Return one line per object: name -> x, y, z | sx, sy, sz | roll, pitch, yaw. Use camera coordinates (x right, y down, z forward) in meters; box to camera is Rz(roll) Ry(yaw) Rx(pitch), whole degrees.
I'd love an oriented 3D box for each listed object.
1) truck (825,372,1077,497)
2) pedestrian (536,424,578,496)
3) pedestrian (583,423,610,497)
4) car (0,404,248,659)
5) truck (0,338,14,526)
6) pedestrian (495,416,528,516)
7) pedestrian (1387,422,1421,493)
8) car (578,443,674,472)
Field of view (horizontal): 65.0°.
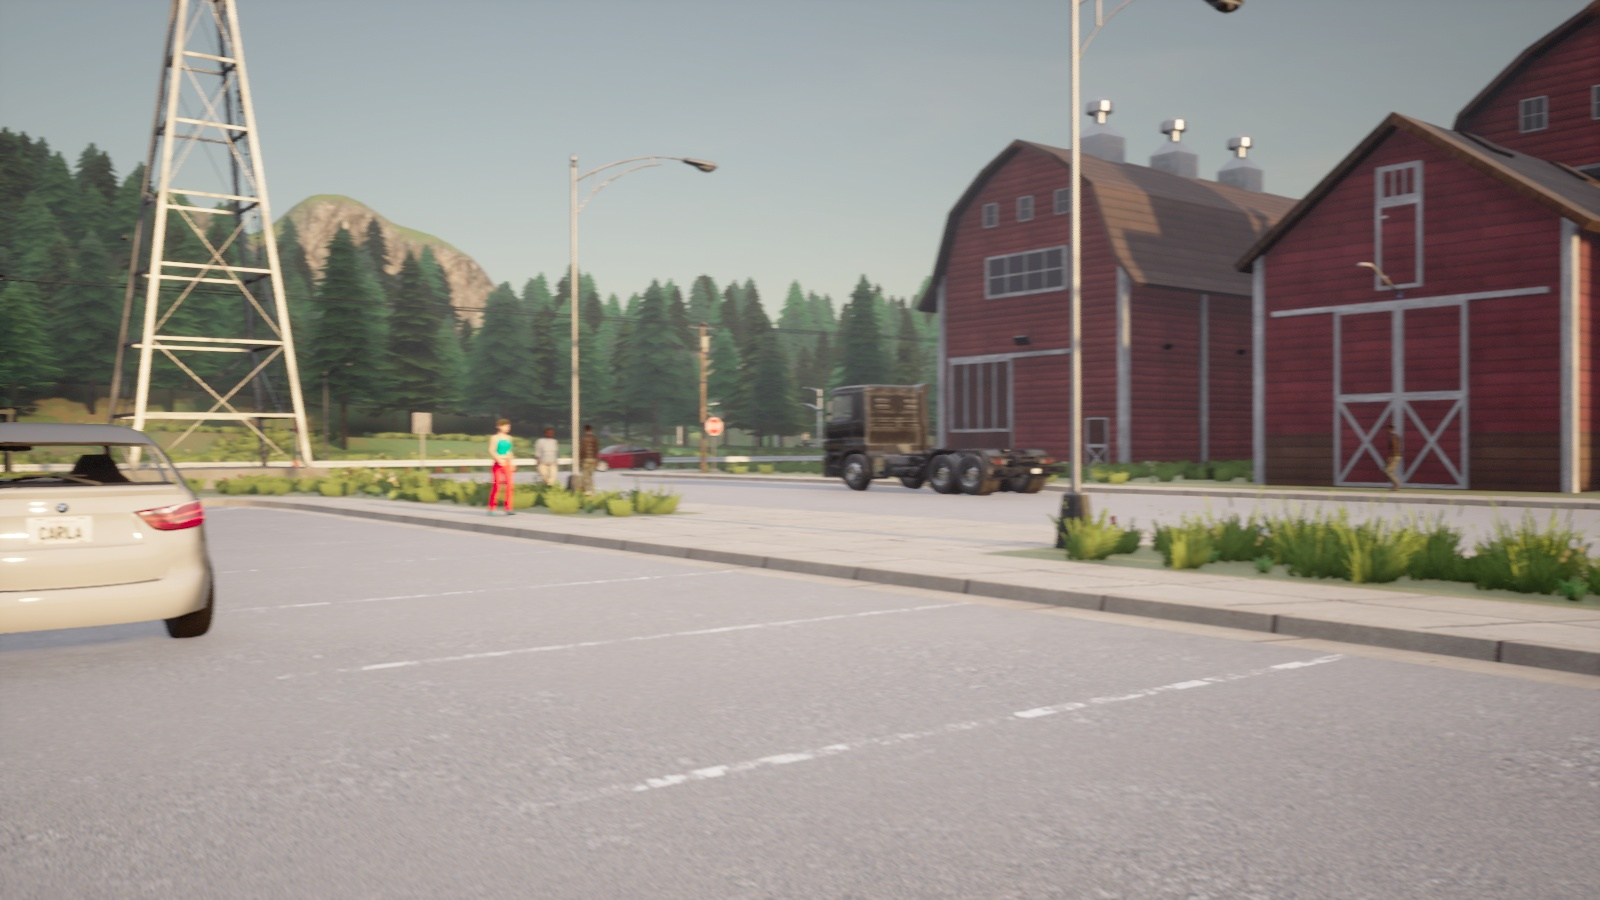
truck -> 4.407, -0.443, 38.543 | 2.891, 3.462, 7.936 | 0, 0, -38
pedestrian -> -6.334, 0.247, 32.723 | 0.874, 1.855, 0.900 | 0, 0, -26
pedestrian -> -5.177, 0.248, 31.949 | 0.431, 1.840, 0.703 | 0, 0, -34
car -> -6.346, 0.547, 10.310 | 2.242, 1.667, 4.611 | 0, 0, -38
truck -> -18.516, -0.325, 24.891 | 7.936, 3.462, 2.891 | 0, 0, 42
pedestrian -> -5.397, 0.292, 23.451 | 0.345, 1.836, 0.594 | 0, 0, -43
pedestrian -> 15.955, 0.192, 33.172 | 0.703, 1.840, 0.431 | 0, 0, 43
car -> -9.611, 0.387, 69.577 | 5.008, 1.535, 1.882 | 0, 0, -37
